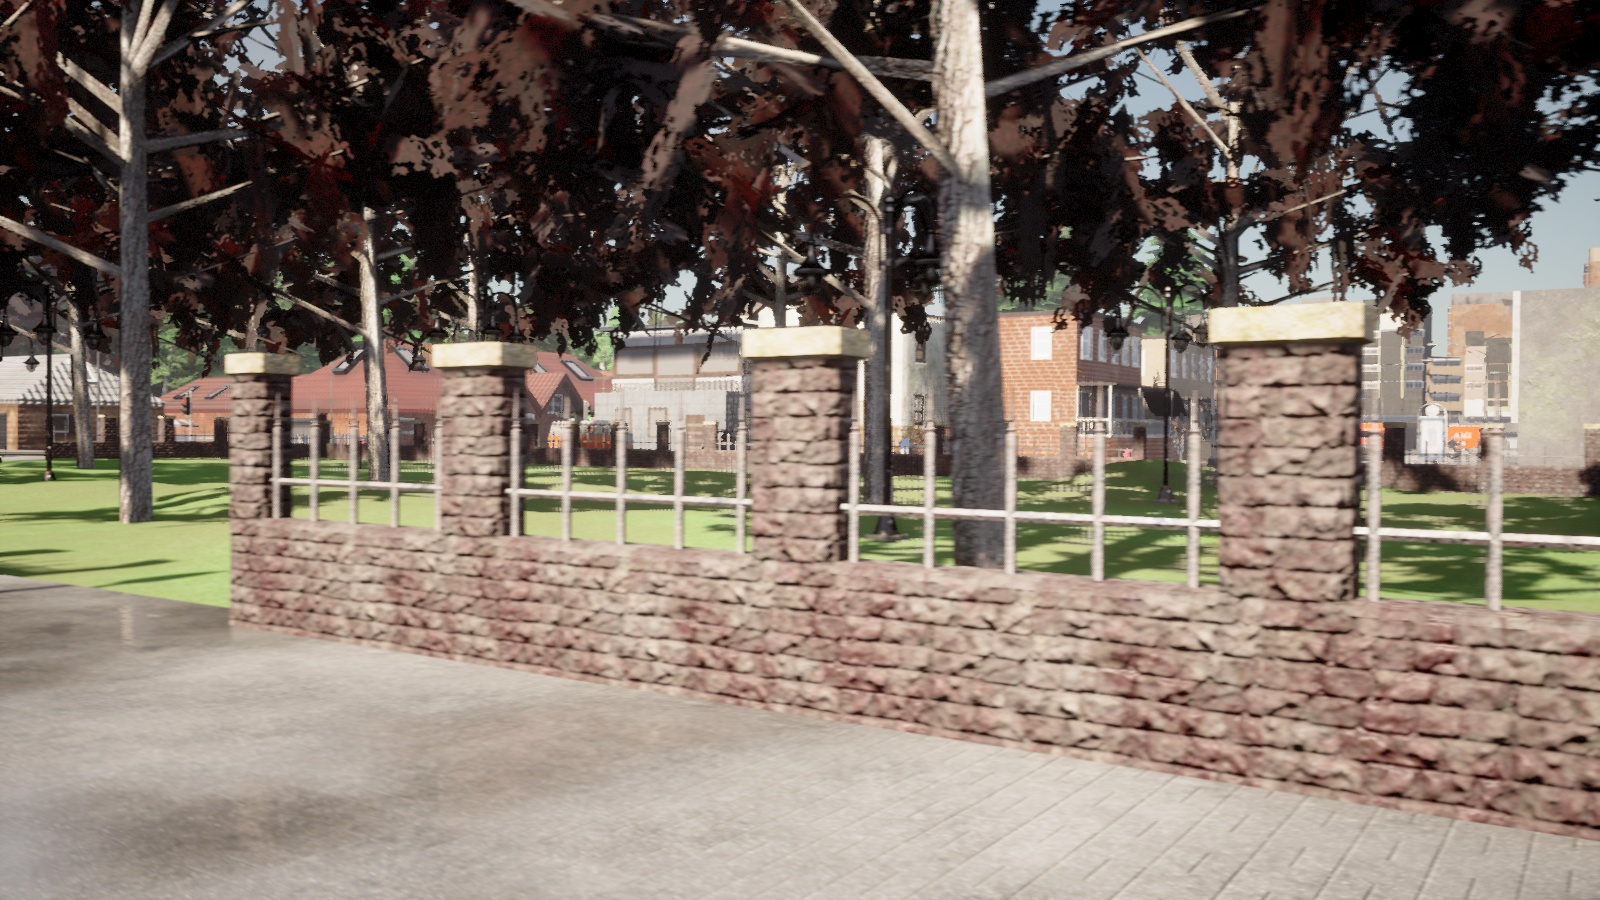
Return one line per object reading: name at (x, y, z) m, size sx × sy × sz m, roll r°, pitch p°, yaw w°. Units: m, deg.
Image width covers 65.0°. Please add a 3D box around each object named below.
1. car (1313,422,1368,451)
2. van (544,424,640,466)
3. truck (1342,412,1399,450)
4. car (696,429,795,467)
car at (32.616, -0.818, 75.718) m, size 2.152 × 1.651 × 5.027 m, roll 0°, pitch 1°, yaw 34°
van at (-10.012, -0.249, 60.421) m, size 4.442 × 1.987 × 1.775 m, roll 0°, pitch 1°, yaw 31°
truck at (38.311, -1.252, 84.236) m, size 2.627 × 2.467 × 5.204 m, roll 0°, pitch 1°, yaw 34°
car at (-2.431, -0.104, 55.381) m, size 3.988 × 1.617 × 1.851 m, roll 0°, pitch 1°, yaw 32°
